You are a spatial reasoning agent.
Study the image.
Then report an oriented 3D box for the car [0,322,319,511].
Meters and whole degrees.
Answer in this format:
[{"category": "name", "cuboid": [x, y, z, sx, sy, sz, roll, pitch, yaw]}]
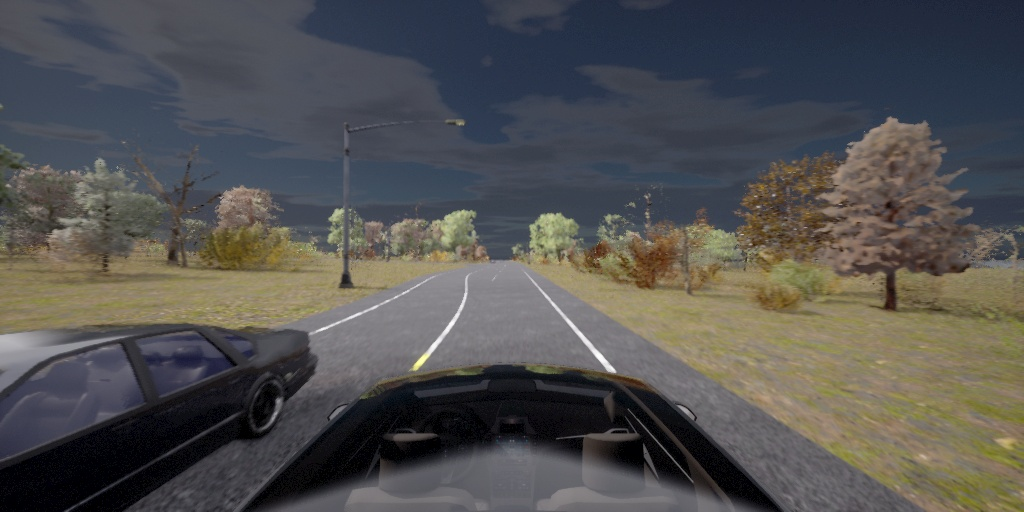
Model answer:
[{"category": "car", "cuboid": [-3.617, 1.305, 2.674, 2.033, 1.411, 5.357, 0, 0, 0]}]
